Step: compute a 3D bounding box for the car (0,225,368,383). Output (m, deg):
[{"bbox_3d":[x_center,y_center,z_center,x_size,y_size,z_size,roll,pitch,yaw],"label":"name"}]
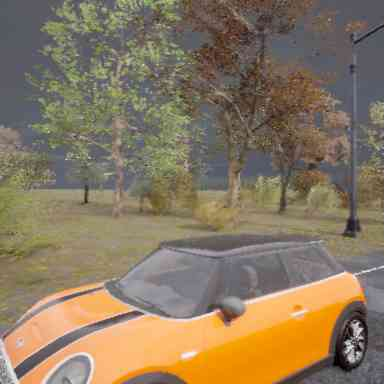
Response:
[{"bbox_3d":[0.154,1.374,4.109,4.553,1.767,2.097,0,0,-36],"label":"car"}]
